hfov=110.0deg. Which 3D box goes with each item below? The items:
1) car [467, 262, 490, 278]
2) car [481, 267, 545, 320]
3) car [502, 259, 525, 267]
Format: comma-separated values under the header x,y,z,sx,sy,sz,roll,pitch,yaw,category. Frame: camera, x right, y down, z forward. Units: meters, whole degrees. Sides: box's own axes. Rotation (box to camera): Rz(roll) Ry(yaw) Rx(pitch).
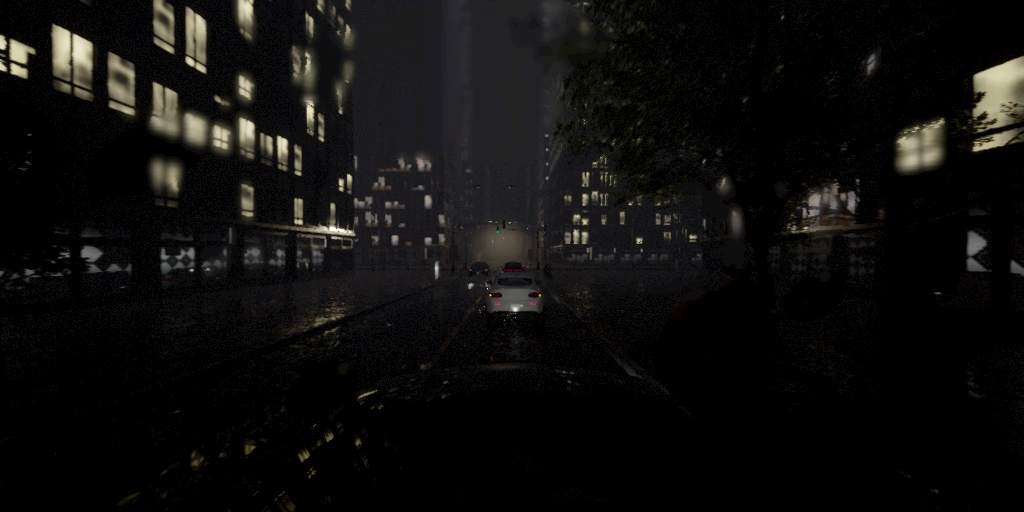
x,y,z,sx,sy,sz,roll,pitch,yaw,category
-3.044,1.269,34.504,1.812,1.442,4.674,0,0,0,car
0.086,1.270,12.499,1.812,1.442,4.674,0,0,0,car
0.096,1.247,29.435,1.837,1.490,4.892,0,0,0,car
